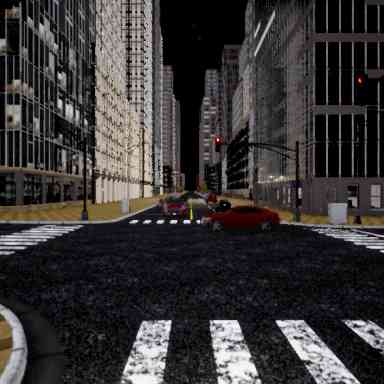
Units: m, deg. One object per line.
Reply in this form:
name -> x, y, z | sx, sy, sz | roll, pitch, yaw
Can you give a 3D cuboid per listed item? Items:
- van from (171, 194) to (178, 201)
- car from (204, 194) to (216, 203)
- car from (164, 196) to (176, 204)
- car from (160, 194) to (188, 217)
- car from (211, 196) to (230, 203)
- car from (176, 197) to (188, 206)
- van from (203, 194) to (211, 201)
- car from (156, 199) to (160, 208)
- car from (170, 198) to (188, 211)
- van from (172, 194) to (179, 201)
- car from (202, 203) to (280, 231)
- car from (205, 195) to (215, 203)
van -> -4.237, 1.319, 80.467 | 1.690, 1.788, 3.998 | 0, 0, 0
car -> 3.728, 1.312, 63.924 | 2.192, 1.841, 5.009 | 0, 0, 0
car -> -4.152, 1.562, 63.884 | 1.947, 1.339, 4.313 | 0, 0, 0
car -> -1.549, 1.369, 31.811 | 2.097, 1.767, 4.553 | 0, 0, 1
car -> 3.890, 1.578, 41.815 | 1.947, 1.339, 4.313 | 0, 0, 0
car -> -1.626, 1.530, 54.804 | 1.812, 1.442, 4.674 | 0, 0, 0
van -> 3.643, 1.319, 80.507 | 1.690, 1.788, 3.998 | 0, 0, 0
car -> -4.068, 1.592, 47.301 | 1.802, 1.307, 4.206 | 0, 0, 0
car -> -1.569, 1.560, 42.174 | 2.033, 1.411, 5.357 | 0, 0, 0
van -> -4.265, 1.313, 85.994 | 1.690, 1.788, 3.998 | 0, 0, 0
car -> 2.936, 1.543, 20.066 | 4.674, 1.442, 1.812 | 0, 0, -3
car -> 3.700, 1.431, 69.452 | 1.967, 1.590, 4.097 | 0, 0, 0
